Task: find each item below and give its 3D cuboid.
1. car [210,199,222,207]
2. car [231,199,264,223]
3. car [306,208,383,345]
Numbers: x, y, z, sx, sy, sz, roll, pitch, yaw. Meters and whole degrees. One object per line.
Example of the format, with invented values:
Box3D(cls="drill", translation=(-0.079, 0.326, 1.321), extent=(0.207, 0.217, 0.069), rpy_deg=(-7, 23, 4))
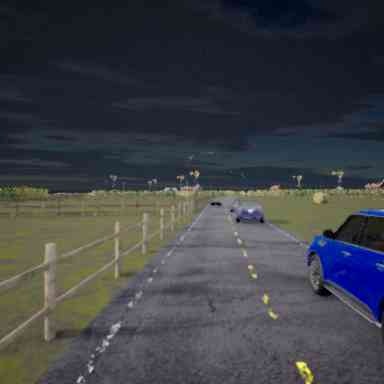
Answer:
Box3D(cls="car", translation=(3.834, 1.734, 52.824), extent=(1.895, 1.301, 4.718), rpy_deg=(0, 0, 5))
Box3D(cls="car", translation=(4.540, 1.445, 26.950), extent=(2.097, 1.767, 4.553), rpy_deg=(0, 0, 5))
Box3D(cls="car", translation=(3.698, 1.270, 5.609), extent=(2.150, 2.045, 5.566), rpy_deg=(1, 0, 3))
